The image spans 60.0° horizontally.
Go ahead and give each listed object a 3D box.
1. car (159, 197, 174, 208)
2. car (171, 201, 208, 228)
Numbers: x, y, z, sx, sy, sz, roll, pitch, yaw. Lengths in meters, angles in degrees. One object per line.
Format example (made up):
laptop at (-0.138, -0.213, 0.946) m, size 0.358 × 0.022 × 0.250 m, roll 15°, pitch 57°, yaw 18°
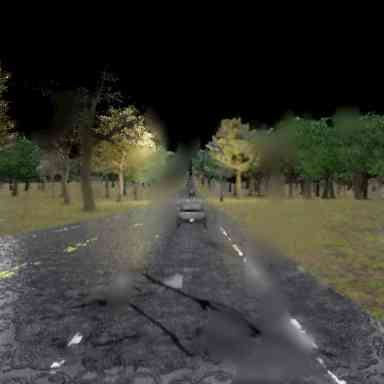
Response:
car at (-3.514, 1.372, 46.009) m, size 1.895 × 1.301 × 4.718 m, roll 0°, pitch 0°, yaw 0°
car at (-0.008, 1.436, 21.843) m, size 2.128 × 1.511 × 4.902 m, roll 0°, pitch 0°, yaw 0°
